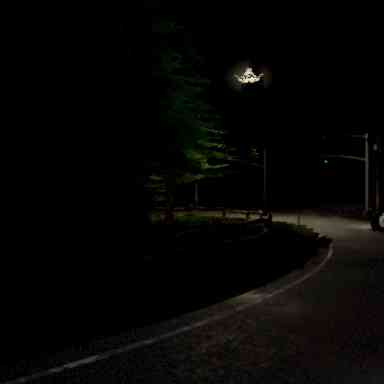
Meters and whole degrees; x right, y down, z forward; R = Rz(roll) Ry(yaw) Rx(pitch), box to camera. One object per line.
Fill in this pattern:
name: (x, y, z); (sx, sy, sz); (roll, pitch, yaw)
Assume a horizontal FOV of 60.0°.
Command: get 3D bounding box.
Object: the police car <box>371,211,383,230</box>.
police car: (11.948, 1.614, 18.887); (2.038, 1.542, 4.974); (0, 0, 8)
